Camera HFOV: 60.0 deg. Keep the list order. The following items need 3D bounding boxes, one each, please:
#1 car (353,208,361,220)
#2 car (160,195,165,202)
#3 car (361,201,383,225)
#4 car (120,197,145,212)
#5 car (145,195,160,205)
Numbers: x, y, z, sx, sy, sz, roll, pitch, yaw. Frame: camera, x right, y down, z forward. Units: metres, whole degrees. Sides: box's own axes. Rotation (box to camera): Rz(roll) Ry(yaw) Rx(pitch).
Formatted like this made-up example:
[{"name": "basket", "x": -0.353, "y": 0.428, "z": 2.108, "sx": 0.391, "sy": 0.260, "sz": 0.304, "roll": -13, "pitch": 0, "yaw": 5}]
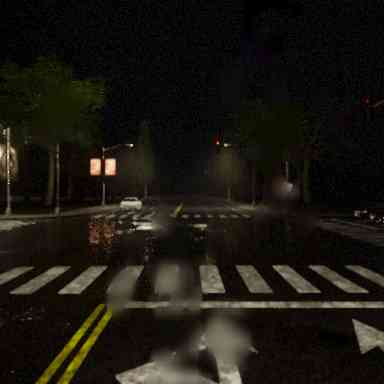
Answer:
[{"name": "car", "x": 14.052, "y": 1.336, "z": 23.727, "sx": 4.674, "sy": 1.442, "sz": 1.812, "roll": 0, "pitch": 0, "yaw": 2}, {"name": "car", "x": -6.545, "y": 1.265, "z": 65.426, "sx": 1.812, "sy": 1.442, "sz": 4.674, "roll": 0, "pitch": 0, "yaw": 1}, {"name": "car", "x": 13.438, "y": 1.327, "z": 20.407, "sx": 4.892, "sy": 1.490, "sz": 1.837, "roll": 0, "pitch": 0, "yaw": -1}, {"name": "car", "x": -6.603, "y": 1.333, "z": 36.280, "sx": 1.812, "sy": 1.442, "sz": 4.674, "roll": 0, "pitch": 1, "yaw": 0}, {"name": "car", "x": -6.586, "y": 1.362, "z": 51.119, "sx": 1.895, "sy": 1.301, "sz": 4.718, "roll": 0, "pitch": 0, "yaw": 0}]
